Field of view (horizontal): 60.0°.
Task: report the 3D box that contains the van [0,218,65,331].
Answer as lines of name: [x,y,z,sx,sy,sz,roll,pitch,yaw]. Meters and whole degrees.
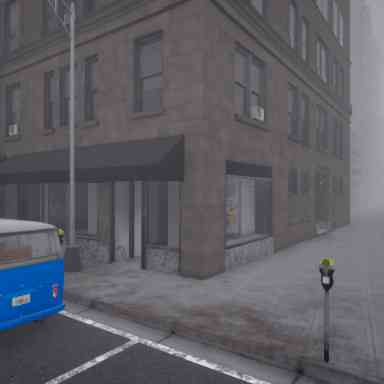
van: [-3.995,1.340,5.926,3.998,1.788,1.690,0,0,35]
